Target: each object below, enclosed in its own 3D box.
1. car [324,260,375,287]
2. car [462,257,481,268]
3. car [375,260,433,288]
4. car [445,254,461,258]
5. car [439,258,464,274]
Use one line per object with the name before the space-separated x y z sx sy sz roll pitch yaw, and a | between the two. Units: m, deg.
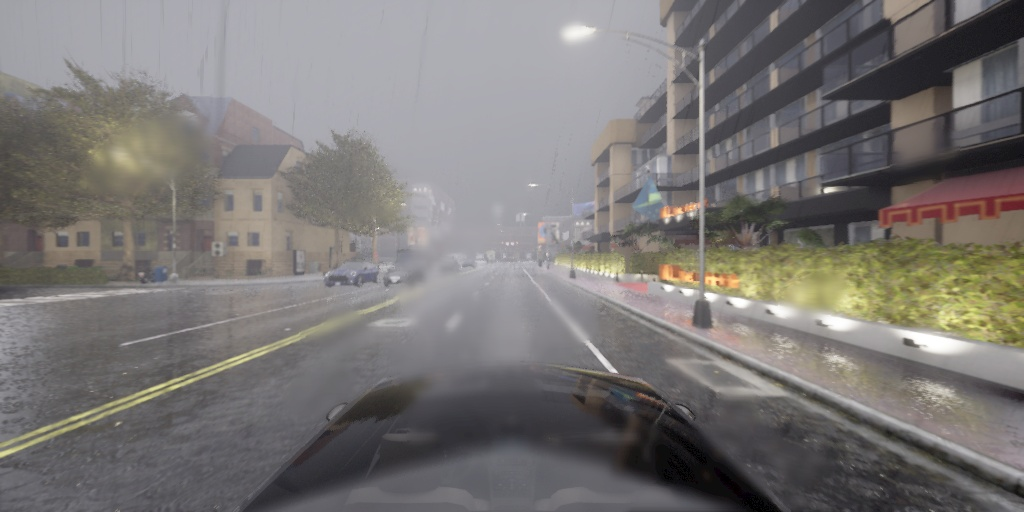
car | -10.598 1.101 24.064 2.097 1.767 4.553 0 0 0
car | -7.004 1.310 60.892 2.033 1.411 5.357 0 0 0
car | -7.098 1.241 24.163 2.128 1.511 4.902 0 0 0
car | -10.504 1.061 60.861 2.150 2.045 5.566 0 0 0
car | -7.087 1.253 41.433 1.837 1.490 4.892 0 0 0
